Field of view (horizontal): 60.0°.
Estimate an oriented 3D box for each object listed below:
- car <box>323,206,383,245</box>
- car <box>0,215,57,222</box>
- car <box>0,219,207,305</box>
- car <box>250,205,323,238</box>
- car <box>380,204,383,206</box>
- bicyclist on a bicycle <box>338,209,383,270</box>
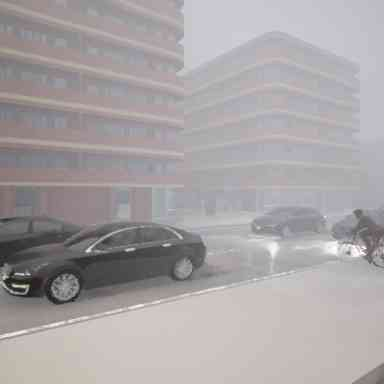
[{"bbox_3d":[8.428,1.564,15.703,4.181,1.385,1.994,0,0,-36],"label":"car"},{"bbox_3d":[-5.322,1.478,10.025,5.008,1.535,1.882,0,0,-36],"label":"car"},{"bbox_3d":[-1.861,1.506,8.218,4.892,1.490,1.837,0,0,-36],"label":"car"},{"bbox_3d":[5.205,1.504,17.708,4.892,1.490,1.837,0,0,-36],"label":"car"},{"bbox_3d":[15.631,1.352,25.197,4.553,1.767,2.097,0,0,-36],"label":"car"},{"bbox_3d":[4.868,1.311,9.363,0.582,1.620,1.656,0,-2,-36],"label":"bicyclist on a bicycle"}]
